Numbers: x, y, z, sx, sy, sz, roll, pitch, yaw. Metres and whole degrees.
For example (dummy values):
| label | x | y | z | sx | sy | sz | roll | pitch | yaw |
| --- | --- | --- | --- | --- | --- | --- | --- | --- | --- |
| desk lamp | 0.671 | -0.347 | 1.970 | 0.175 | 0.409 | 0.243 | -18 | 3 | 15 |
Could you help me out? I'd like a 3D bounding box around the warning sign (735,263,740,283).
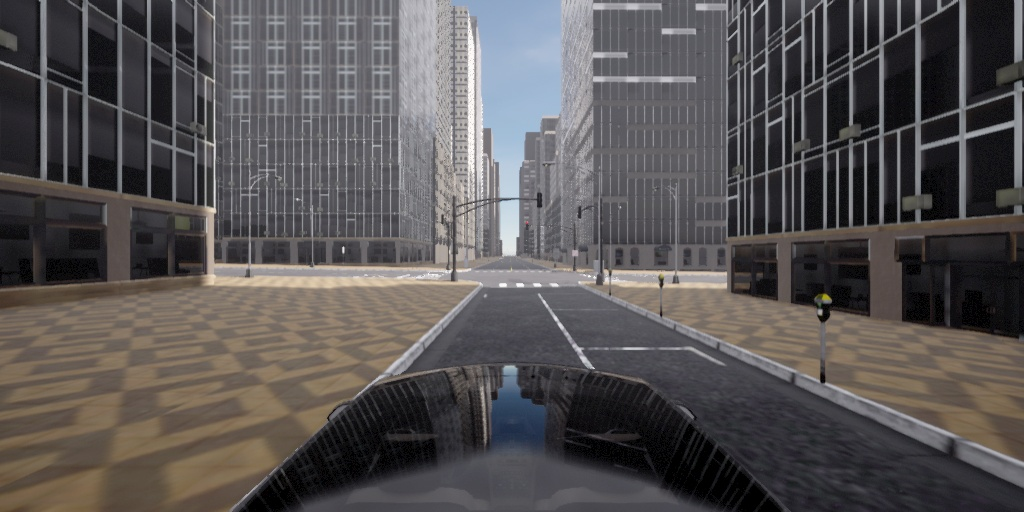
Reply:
| label | x | y | z | sx | sy | sz | roll | pitch | yaw |
| --- | --- | --- | --- | --- | --- | --- | --- | --- | --- |
| warning sign | 17.262 | 1.179 | 27.990 | 1.060 | 1.860 | 1.300 | 0 | 0 | -3 |
